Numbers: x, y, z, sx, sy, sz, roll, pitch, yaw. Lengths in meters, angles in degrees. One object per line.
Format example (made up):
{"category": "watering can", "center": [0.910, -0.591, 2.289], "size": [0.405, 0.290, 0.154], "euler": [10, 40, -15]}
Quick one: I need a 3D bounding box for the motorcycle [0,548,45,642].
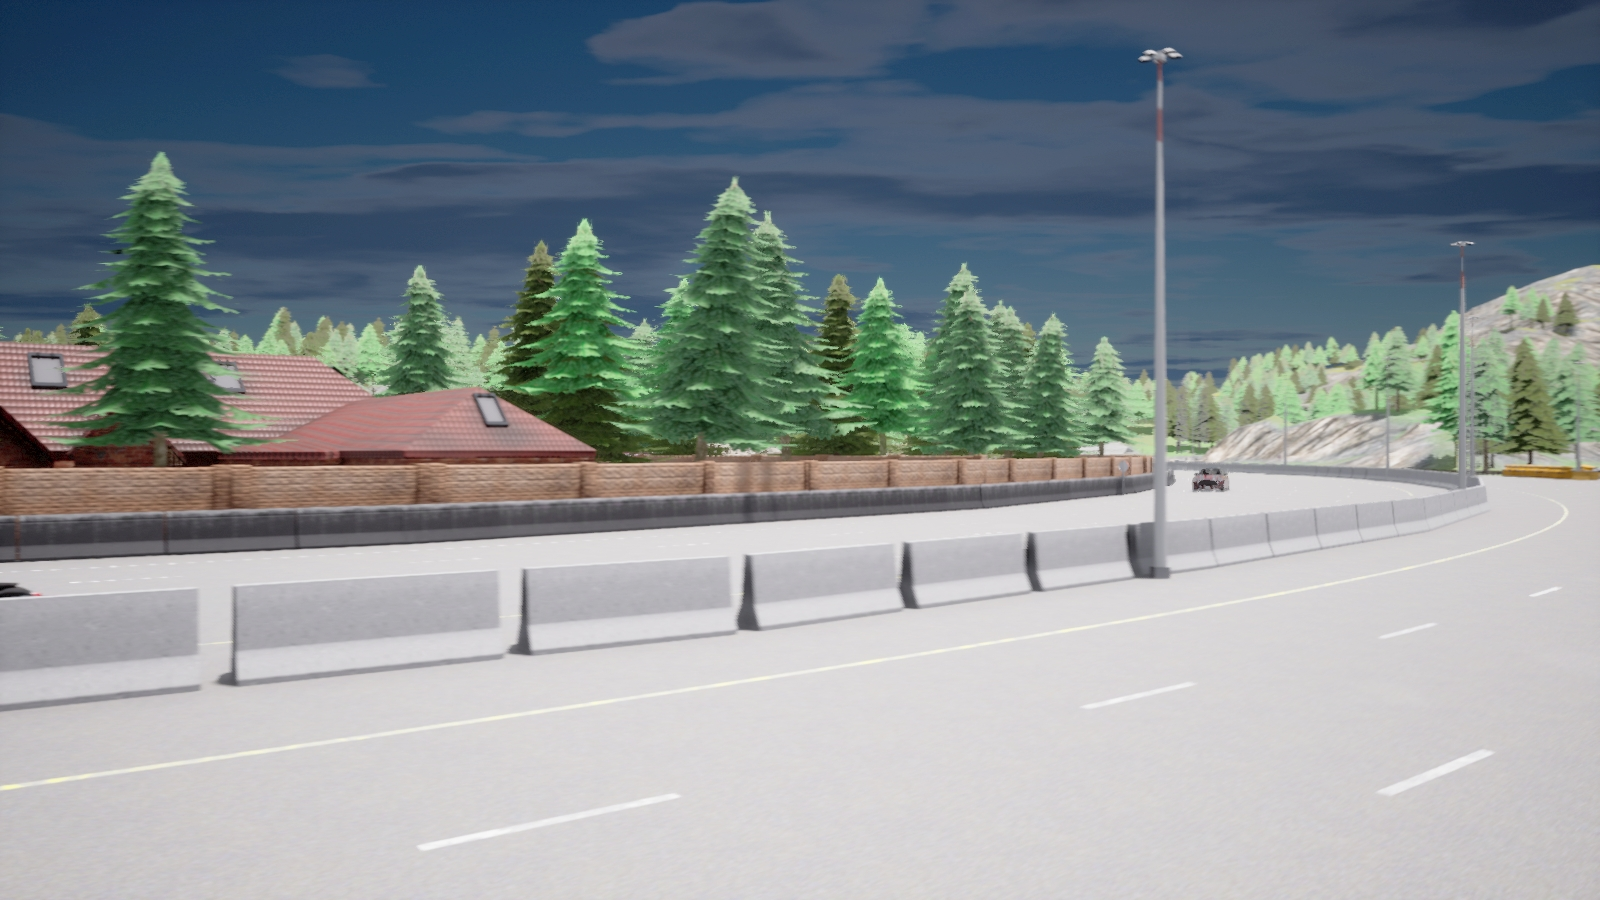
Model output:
{"category": "motorcycle", "center": [-12.651, 2.188, 16.937], "size": [2.356, 1.325, 0.764], "euler": [0, -1, -26]}
